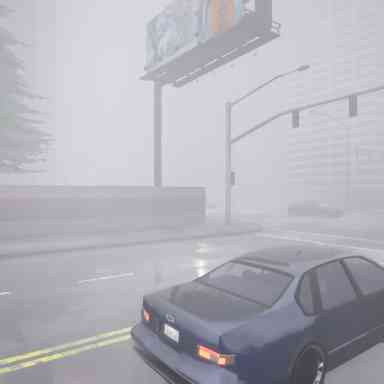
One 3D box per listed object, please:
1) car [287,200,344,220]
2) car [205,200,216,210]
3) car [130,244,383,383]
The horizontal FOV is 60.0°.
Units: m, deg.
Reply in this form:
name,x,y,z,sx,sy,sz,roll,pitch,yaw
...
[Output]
name,x,y,z,sx,sy,sz,roll,pitch,yaw
car,10.637,1.478,28.896,1.882,1.535,5.008,0,0,-35
car,0.855,1.548,42.817,2.033,1.411,5.357,0,0,-35
car,1.796,1.547,5.044,5.357,1.411,2.033,0,0,-37
